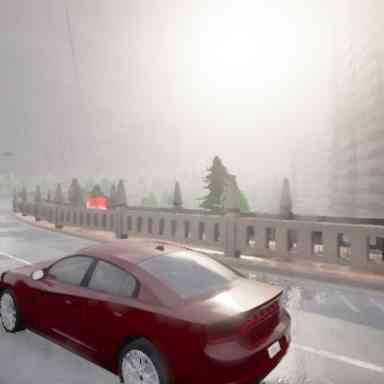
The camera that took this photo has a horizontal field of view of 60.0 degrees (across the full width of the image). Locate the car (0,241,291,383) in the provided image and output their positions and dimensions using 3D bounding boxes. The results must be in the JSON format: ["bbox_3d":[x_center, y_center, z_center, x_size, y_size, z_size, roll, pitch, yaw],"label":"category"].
[{"bbox_3d":[-1.085,1.492,5.026,5.008,1.535,1.882,0,0,38],"label":"car"}]

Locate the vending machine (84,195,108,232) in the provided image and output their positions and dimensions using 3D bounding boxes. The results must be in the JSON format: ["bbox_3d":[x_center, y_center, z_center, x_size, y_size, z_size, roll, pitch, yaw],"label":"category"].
[{"bbox_3d":[-5.705,1.242,19.847,1.100,2.100,0.880,0,0,-42],"label":"vending machine"}]
